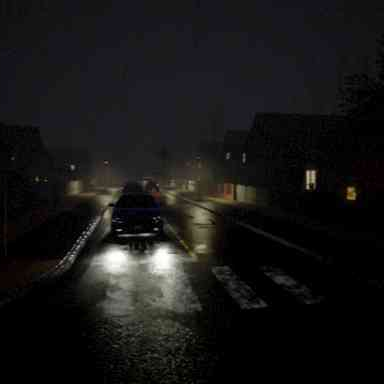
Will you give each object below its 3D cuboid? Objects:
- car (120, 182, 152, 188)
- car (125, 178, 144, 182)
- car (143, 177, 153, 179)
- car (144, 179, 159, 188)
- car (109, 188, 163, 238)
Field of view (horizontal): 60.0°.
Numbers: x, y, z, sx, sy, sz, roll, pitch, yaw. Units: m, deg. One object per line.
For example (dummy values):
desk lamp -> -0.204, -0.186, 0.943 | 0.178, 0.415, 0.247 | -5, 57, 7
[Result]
car -> -4.307, 0.305, 24.014 | 2.128, 1.511, 4.902 | 0, 3, -11
car -> -6.479, -0.379, 35.273 | 2.097, 1.767, 4.553 | 0, 3, -11
car -> -7.554, -1.466, 56.184 | 2.150, 2.045, 5.566 | 0, 3, -11
car -> -5.608, -0.722, 46.182 | 1.837, 1.490, 4.892 | 0, 3, -11
car -> -2.320, 0.799, 13.765 | 1.882, 1.535, 5.008 | 0, 3, -11
